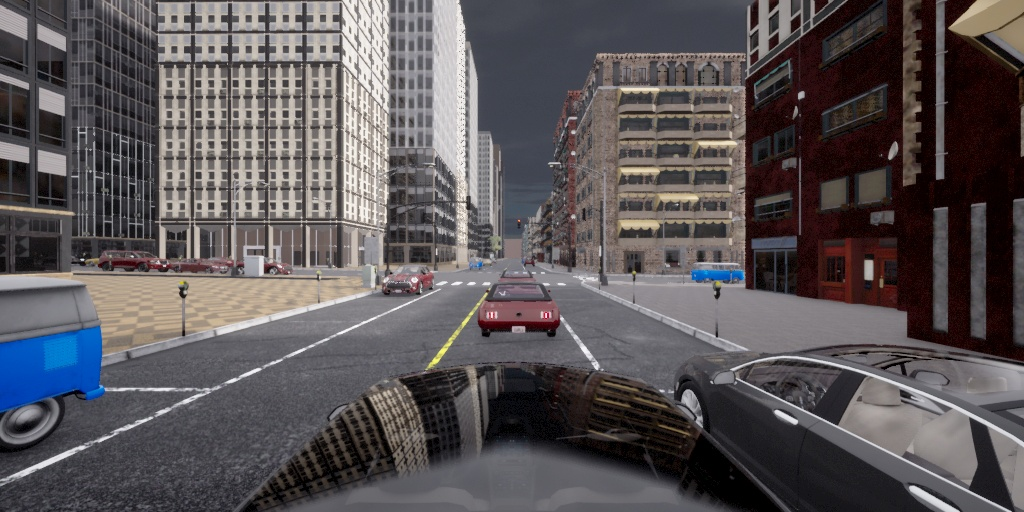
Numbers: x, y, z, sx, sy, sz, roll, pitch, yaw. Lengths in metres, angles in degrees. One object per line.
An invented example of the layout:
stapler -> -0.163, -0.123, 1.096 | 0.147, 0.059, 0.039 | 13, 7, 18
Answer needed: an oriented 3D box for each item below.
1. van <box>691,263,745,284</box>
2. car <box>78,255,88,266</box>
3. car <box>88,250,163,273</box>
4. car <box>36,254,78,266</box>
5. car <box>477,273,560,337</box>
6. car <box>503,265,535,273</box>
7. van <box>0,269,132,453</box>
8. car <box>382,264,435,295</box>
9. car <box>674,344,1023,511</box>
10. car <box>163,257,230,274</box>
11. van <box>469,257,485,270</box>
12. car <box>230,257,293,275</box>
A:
van -> 17.169, 1.456, 29.987 | 3.998, 1.789, 1.690 | 0, 0, 0
car -> -43.364, 0.465, 38.922 | 4.829, 1.417, 1.751 | 0, 0, 0
car -> -32.036, 0.482, 30.463 | 5.009, 1.841, 2.192 | 0, 0, 0
car -> -48.770, 0.398, 38.959 | 4.313, 1.339, 1.948 | 0, 0, 0
car -> 0.176, 1.351, 10.226 | 1.895, 1.301, 4.718 | 0, 0, 1
car -> 0.247, 1.352, 19.396 | 1.895, 1.301, 4.718 | 0, 0, 0
van -> -5.685, 1.091, 2.533 | 1.690, 1.789, 3.998 | 0, 0, 1
car -> -5.531, 1.191, 19.478 | 1.967, 1.591, 4.097 | 0, 0, 1
car -> 2.695, 1.300, 2.455 | 2.007, 1.370, 4.403 | 0, 0, 1
car -> -26.462, 0.856, 30.424 | 4.207, 1.307, 1.802 | 0, 0, 0
van -> -5.233, 1.103, 51.950 | 1.690, 1.789, 3.998 | 0, 0, 1
car -> -20.888, 0.821, 30.386 | 4.097, 1.591, 1.967 | 0, 0, 0
